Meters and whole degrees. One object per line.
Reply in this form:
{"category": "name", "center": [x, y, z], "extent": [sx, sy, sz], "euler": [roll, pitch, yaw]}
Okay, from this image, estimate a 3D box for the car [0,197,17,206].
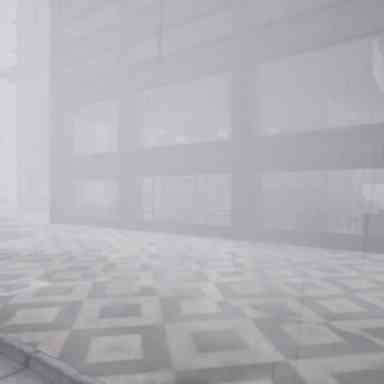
{"category": "car", "center": [-30.956, 1.575, 54.677], "extent": [2.128, 1.511, 4.902], "euler": [0, 0, 35]}
